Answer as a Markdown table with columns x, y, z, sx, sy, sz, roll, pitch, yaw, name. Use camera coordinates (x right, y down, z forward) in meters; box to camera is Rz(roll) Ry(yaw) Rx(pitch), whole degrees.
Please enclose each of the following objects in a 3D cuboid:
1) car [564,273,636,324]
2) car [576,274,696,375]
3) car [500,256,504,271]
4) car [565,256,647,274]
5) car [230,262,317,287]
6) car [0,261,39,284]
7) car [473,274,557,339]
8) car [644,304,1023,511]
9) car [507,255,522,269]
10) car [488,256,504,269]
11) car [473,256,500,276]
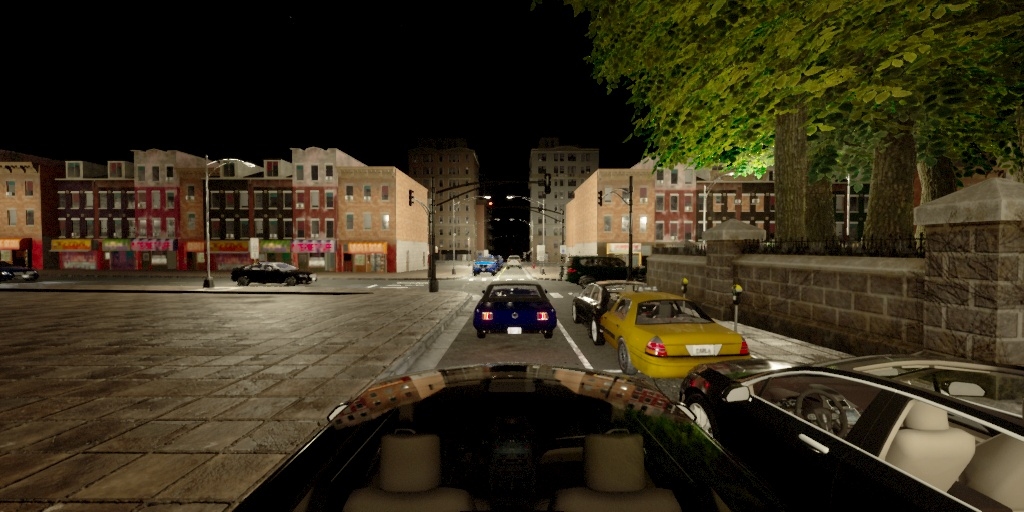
| x | y | z | sx | sy | sz | roll | pitch | yaw | name |
| --- | --- | --- | --- | --- | --- | --- | --- | --- | --- |
| 2.662 | 1.298 | 9.281 | 2.007 | 1.370 | 4.403 | 0 | 0 | 0 | car |
| 2.687 | 1.273 | 7.307 | 1.751 | 1.417 | 4.829 | 0 | 0 | 0 | car |
| -2.645 | 0.988 | 47.873 | 2.150 | 2.045 | 5.566 | 0 | 0 | 1 | car |
| 6.099 | 1.018 | 22.692 | 5.566 | 2.045 | 2.150 | 0 | 1 | 0 | car |
| -15.023 | 1.156 | 22.748 | 4.902 | 1.511 | 2.128 | 1 | 1 | 0 | car |
| -33.224 | 0.991 | 22.796 | 4.674 | 1.442 | 1.812 | 1 | 1 | 0 | car |
| 0.076 | 1.348 | 10.086 | 1.895 | 1.301 | 4.718 | 0 | 0 | 0 | car |
| 2.637 | 1.300 | 2.146 | 2.007 | 1.370 | 4.403 | 0 | 0 | 0 | car |
| 0.357 | 0.998 | 57.138 | 2.150 | 2.045 | 5.566 | 0 | 0 | 0 | car |
| -2.553 | 0.999 | 58.546 | 2.150 | 2.045 | 5.566 | 0 | 0 | 1 | car |
| -2.744 | 0.978 | 37.261 | 2.150 | 2.045 | 5.566 | 0 | 0 | 0 | car |
